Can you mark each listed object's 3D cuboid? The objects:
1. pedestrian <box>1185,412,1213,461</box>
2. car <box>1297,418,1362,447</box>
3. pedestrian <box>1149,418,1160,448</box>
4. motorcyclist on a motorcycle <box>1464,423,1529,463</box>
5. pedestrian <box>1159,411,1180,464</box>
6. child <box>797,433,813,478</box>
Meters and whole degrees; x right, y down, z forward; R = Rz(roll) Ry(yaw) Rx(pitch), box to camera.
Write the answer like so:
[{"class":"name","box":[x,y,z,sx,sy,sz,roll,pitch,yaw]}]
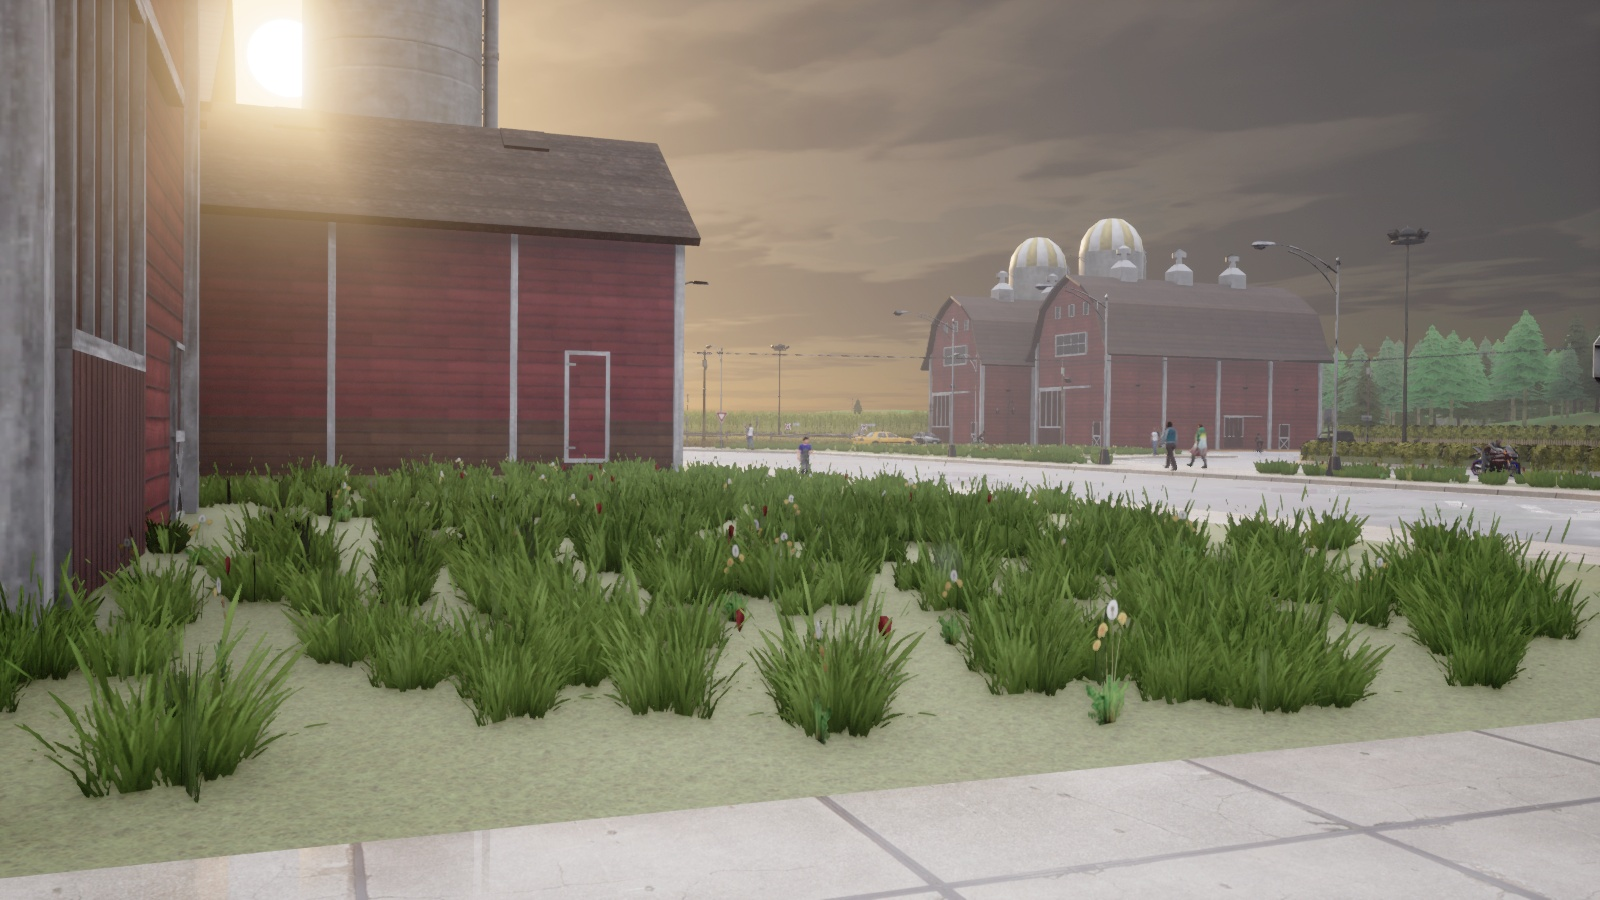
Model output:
[{"class":"pedestrian","box":[16.163,-0.540,50.899,0.659,1.952,0.873,-1,1,-32]},{"class":"car","box":[36.020,-1.186,85.485,1.905,1.878,3.866,-1,1,-21]},{"class":"pedestrian","box":[22.088,-1.058,78.257,0.354,1.836,0.706,0,1,39]},{"class":"motorcyclist on a motorcycle","box":[27.551,-0.273,49.711,0.866,1.530,2.191,-1,1,-21]},{"class":"pedestrian","box":[13.629,-0.447,46.283,0.396,1.930,0.692,-1,1,-21]},{"class":"child","box":[0.136,0.157,35.310,0.270,1.263,0.437,-1,1,-23]}]
